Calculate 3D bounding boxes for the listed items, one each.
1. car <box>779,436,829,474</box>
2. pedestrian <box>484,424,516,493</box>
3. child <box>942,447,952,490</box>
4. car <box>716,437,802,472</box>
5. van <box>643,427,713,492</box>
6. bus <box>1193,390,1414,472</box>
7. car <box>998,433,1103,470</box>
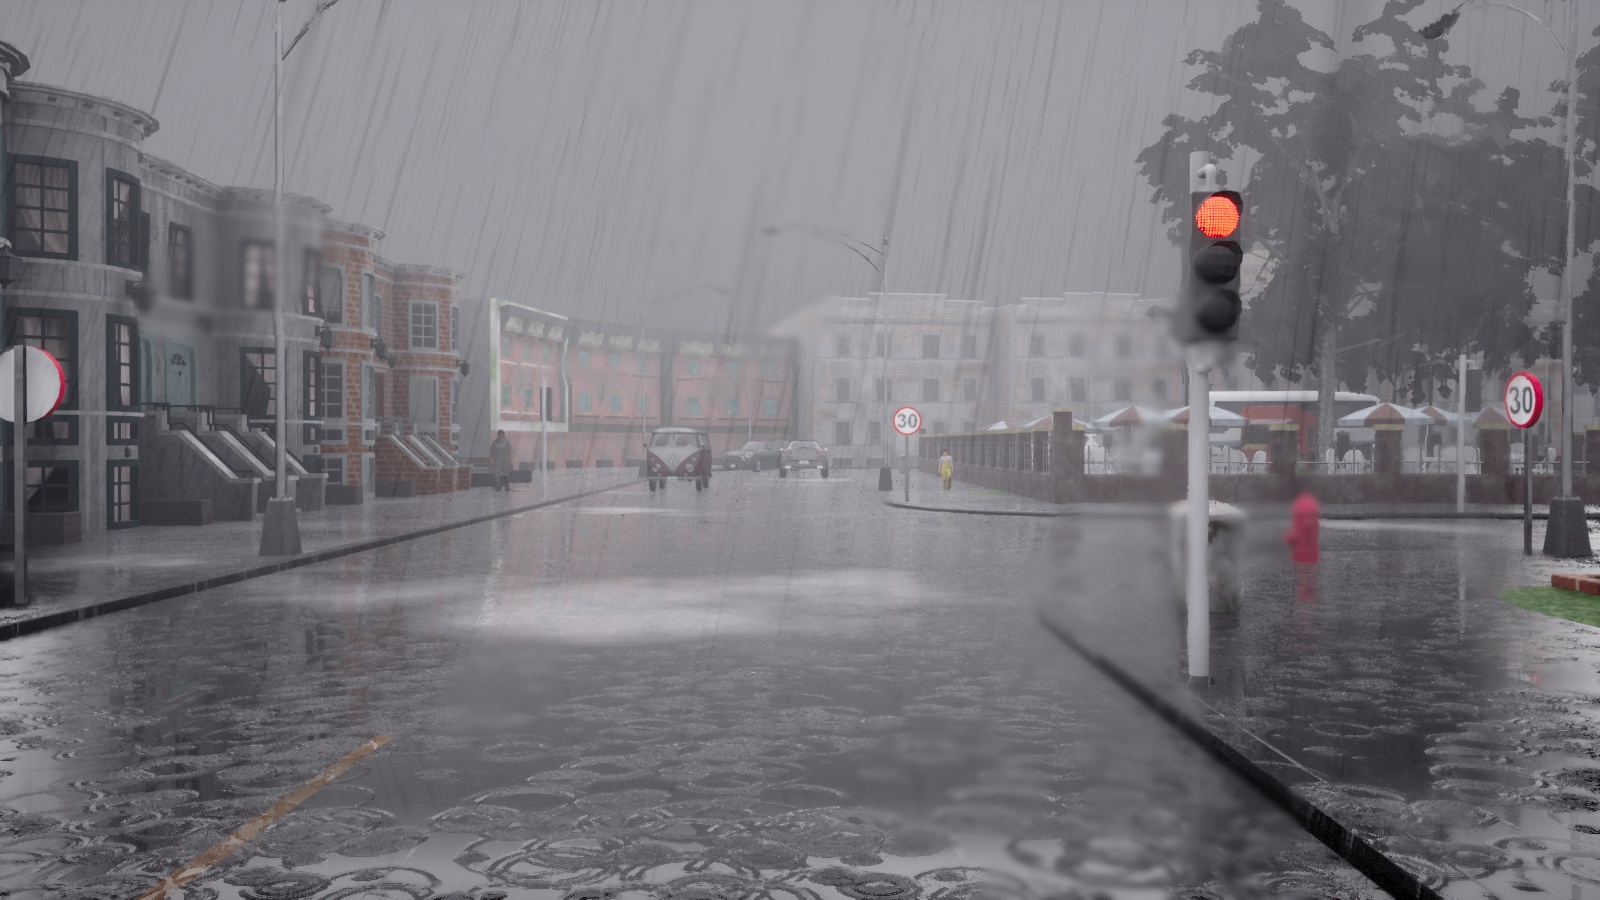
[{"bbox_3d":[0.179,0.207,56.402,2.152,1.651,5.027,0,0,0],"label":"car"},{"bbox_3d":[-8.635,0.242,36.215,0.659,1.952,0.873,0,0,4],"label":"pedestrian"},{"bbox_3d":[4.305,0.532,36.833,0.270,1.263,0.437,0,0,5],"label":"child"},{"bbox_3d":[-2.132,0.231,66.218,2.097,1.767,4.553,0,0,38],"label":"car"},{"bbox_3d":[-3.858,0.268,40.407,1.775,1.987,4.442,0,0,0],"label":"van"},{"bbox_3d":[26.910,-0.989,67.509,10.273,4.253,3.944,0,0,0],"label":"bus"},{"bbox_3d":[14.210,0.073,71.543,5.566,2.045,2.150,0,0,0],"label":"car"}]
